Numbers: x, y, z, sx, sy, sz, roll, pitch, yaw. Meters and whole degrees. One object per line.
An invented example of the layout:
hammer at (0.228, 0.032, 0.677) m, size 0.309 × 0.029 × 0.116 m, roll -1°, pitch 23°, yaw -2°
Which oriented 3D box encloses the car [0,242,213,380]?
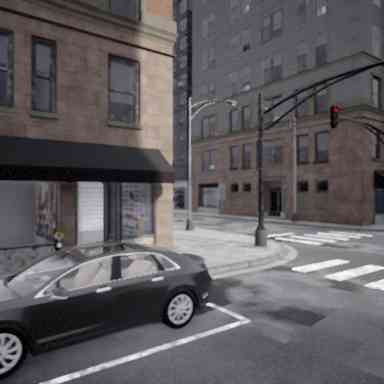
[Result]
car at (-1.667, 1.554, 5.353) m, size 4.403 × 1.369 × 2.008 m, roll 0°, pitch 0°, yaw -36°
